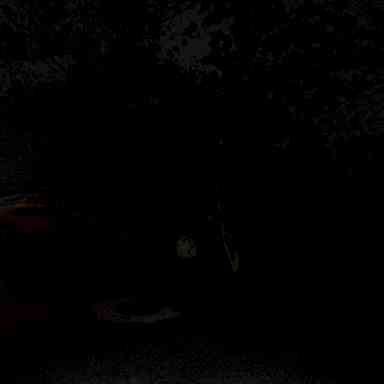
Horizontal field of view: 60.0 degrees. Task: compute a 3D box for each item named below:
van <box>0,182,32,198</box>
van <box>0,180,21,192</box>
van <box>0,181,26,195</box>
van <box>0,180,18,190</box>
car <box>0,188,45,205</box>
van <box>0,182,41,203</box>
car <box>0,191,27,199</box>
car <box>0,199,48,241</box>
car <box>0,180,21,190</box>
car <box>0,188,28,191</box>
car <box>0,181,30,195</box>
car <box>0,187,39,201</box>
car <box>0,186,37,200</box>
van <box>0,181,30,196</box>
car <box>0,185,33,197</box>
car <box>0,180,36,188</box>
[{"bbox_3d":[-22.482,-0.262,41.354,4.442,1.987,1.878,1,2,-31],"label":"van"},{"bbox_3d":[-35.020,-1.150,63.050,4.442,1.987,1.878,1,1,-31],"label":"van"},{"bbox_3d":[-26.717,-0.560,48.516,4.442,1.987,1.878,1,1,-31],"label":"van"},{"bbox_3d":[-40.646,-1.543,72.588,4.442,1.987,1.878,1,1,-31],"label":"van"},{"bbox_3d":[-16.810,0.445,31.885,4.792,1.488,2.163,1,2,-31],"label":"car"},{"bbox_3d":[-18.144,0.067,34.442,4.442,1.987,1.878,1,2,-31],"label":"van"},{"bbox_3d":[-8.382,1.019,17.716,4.553,1.767,2.185,1,2,-31],"label":"car"},{"bbox_3d":[-7.012,1.265,15.316,5.008,1.535,2.097,1,2,-31],"label":"car"},{"bbox_3d":[-39.363,-1.472,70.129,5.566,2.045,2.435,1,1,-31],"label":"car"},{"bbox_3d":[-12.727,0.776,24.654,5.366,1.575,1.946,1,2,-31],"label":"car"},{"bbox_3d":[-28.046,-0.682,50.945,5.566,2.045,2.435,1,1,-31],"label":"car"},{"bbox_3d":[-19.636,0.204,36.789,4.792,1.488,2.163,1,2,-31],"label":"car"},{"bbox_3d":[-20.975,0.099,39.061,4.792,1.488,2.163,1,2,-31],"label":"car"},{"bbox_3d":[-25.110,-0.458,46.250,4.442,1.987,1.878,1,2,-31],"label":"van"},{"bbox_3d":[-23.806,-0.136,43.814,5.008,1.535,2.097,1,1,-31],"label":"car"},{"bbox_3d":[-15.345,0.287,29.522,5.566,2.045,2.435,1,2,-31],"label":"car"}]
